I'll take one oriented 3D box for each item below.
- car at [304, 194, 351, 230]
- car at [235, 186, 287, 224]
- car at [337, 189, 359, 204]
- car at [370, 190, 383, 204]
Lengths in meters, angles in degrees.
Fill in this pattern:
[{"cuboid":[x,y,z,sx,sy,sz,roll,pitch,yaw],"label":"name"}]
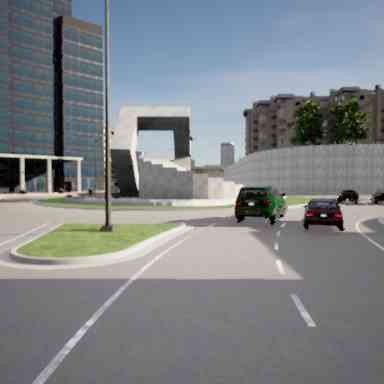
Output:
[{"cuboid":[6.877,1.053,17.408,2.033,1.411,5.357,1,2,21],"label":"car"},{"cuboid":[4.204,0.659,19.831,2.150,2.045,5.566,0,2,24],"label":"car"},{"cuboid":[16.892,0.486,36.014,1.837,1.490,4.892,2,2,26],"label":"car"},{"cuboid":[20.522,0.476,35.893,2.128,1.511,4.902,1,2,22],"label":"car"}]
